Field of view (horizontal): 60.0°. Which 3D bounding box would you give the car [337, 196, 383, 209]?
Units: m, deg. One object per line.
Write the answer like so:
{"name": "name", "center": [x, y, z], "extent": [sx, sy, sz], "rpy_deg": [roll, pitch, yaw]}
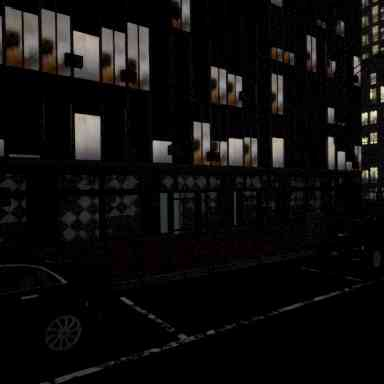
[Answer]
{"name": "car", "center": [20.550, 1.274, 40.850], "extent": [1.752, 1.417, 4.829], "rpy_deg": [-1, 1, -35]}

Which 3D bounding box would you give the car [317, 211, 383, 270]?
{"name": "car", "center": [5.964, 1.542, 10.992], "extent": [4.507, 1.381, 1.887], "rpy_deg": [0, -1, -36]}

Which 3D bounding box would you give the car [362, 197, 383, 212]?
{"name": "car", "center": [18.052, 1.442, 34.343], "extent": [1.994, 1.385, 4.181], "rpy_deg": [-1, 1, -35]}

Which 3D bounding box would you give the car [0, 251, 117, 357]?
{"name": "car", "center": [-3.210, 1.551, 4.413], "extent": [4.403, 1.369, 2.008], "rpy_deg": [0, -1, -36]}
